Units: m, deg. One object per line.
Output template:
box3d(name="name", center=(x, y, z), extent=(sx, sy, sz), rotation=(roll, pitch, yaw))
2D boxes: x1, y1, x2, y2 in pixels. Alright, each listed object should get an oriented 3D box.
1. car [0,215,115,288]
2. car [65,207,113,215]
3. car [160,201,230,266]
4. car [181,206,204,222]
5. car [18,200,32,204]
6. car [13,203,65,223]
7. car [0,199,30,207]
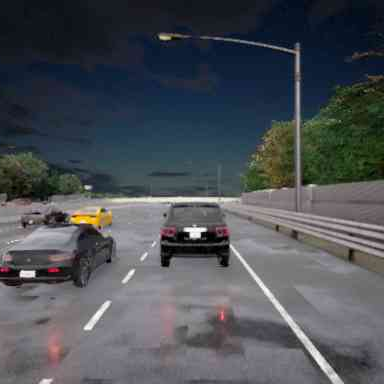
box3d(name="car", center=(-3.507, 1.615, 9.423), extent=(1.812, 1.442, 4.674), rotation=(0, -1, 0))
box3d(name="car", center=(-6.916, 1.770, 23.520), extent=(1.882, 1.535, 5.008), rotation=(0, -1, 0))
box3d(name="car", center=(0.091, 1.344, 12.130), extent=(2.150, 2.045, 5.566), rotation=(0, -1, 0))
box3d(name="car", center=(0.079, 1.999, 31.048), extent=(1.994, 1.385, 4.181), rotation=(0, -1, 0))
box3d(name="car", center=(-21.107, 2.215, 45.212), extent=(1.882, 1.535, 5.008), rotation=(0, -1, 0))
box3d(name="car", center=(-10.416, 1.791, 23.945), extent=(2.128, 1.511, 4.902), rotation=(0, -1, 0))
box3d(name="car", center=(-28.072, 2.154, 53.923), extent=(2.150, 2.045, 5.566), rotation=(0, -1, 1))
